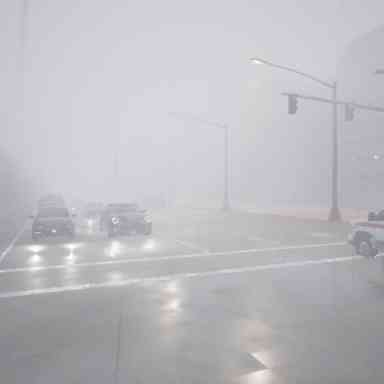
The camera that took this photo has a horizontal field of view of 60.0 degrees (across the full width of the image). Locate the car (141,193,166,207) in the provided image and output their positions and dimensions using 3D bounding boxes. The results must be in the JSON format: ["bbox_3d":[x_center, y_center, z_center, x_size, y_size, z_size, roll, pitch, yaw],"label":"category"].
[{"bbox_3d":[-5.544,1.221,49.537,2.150,2.045,5.566,0,0,-23],"label":"car"}]

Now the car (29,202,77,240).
[{"bbox_3d":[-7.112,1.504,17.093,1.837,1.490,4.892,0,0,-23],"label":"car"}]

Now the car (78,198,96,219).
[{"bbox_3d":[-8.674,1.545,29.707,2.033,1.411,5.357,0,0,-23],"label":"car"}]

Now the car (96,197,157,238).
[{"bbox_3d":[-3.667,1.352,17.939,2.097,1.767,4.553,0,0,-23],"label":"car"}]

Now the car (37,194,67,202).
[{"bbox_3d":[-12.661,1.222,30.139,2.150,2.045,5.566,0,0,-23],"label":"car"}]

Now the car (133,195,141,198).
[{"bbox_3d":[-9.684,1.352,59.155,2.097,1.767,4.553,0,0,-23],"label":"car"}]

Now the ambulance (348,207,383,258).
[{"bbox_3d":[7.638,1.032,9.501,2.351,2.431,6.366,0,0,-23],"label":"ambulance"}]

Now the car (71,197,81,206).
[{"bbox_3d":[-17.103,1.525,49.749,1.812,1.442,4.674,0,0,-23],"label":"car"}]
